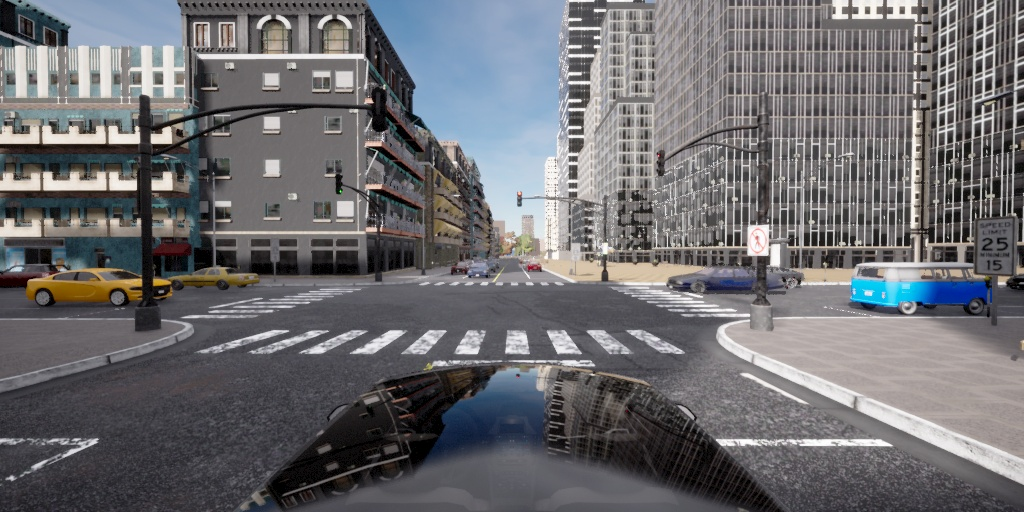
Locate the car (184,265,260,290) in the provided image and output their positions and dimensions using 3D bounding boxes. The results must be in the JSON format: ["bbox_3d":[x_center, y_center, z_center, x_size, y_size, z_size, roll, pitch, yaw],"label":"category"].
[{"bbox_3d":[-17.829,1.247,21.371,4.829,1.417,1.751,0,0,0],"label":"car"}]

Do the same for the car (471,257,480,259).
[{"bbox_3d":[-5.572,1.184,45.069,1.967,1.591,4.097,0,0,0],"label":"car"}]

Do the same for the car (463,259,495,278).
[{"bbox_3d":[-3.011,1.292,33.970,2.033,1.411,5.357,0,0,0],"label":"car"}]

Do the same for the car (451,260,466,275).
[{"bbox_3d":[-5.587,1.290,39.420,1.888,1.381,4.507,0,0,0],"label":"car"}]

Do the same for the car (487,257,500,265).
[{"bbox_3d":[-2.936,1.238,55.680,2.128,1.511,4.902,0,0,0],"label":"car"}]

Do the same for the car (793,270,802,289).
[{"bbox_3d":[14.729,1.216,21.334,4.313,1.339,1.948,0,0,0],"label":"car"}]

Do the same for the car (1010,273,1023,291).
[{"bbox_3d":[29.057,1.167,18.712,4.892,1.490,1.837,0,1,0],"label":"car"}]

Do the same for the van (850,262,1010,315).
[{"bbox_3d":[14.719,1.117,12.954,3.998,1.789,1.690,0,0,0],"label":"van"}]

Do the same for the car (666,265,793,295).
[{"bbox_3d":[11.118,1.241,18.889,5.357,1.411,2.033,0,1,4],"label":"car"}]

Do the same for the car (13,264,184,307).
[{"bbox_3d":[-17.726,1.287,15.567,5.008,1.535,1.882,0,1,0],"label":"car"}]

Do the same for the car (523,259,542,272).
[{"bbox_3d":[2.776,1.290,45.103,1.888,1.381,4.507,0,0,0],"label":"car"}]

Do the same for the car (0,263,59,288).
[{"bbox_3d":[-28.727,1.190,21.384,4.097,1.591,1.967,0,0,0],"label":"car"}]

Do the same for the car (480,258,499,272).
[{"bbox_3d":[-2.981,1.309,44.003,1.994,1.385,4.181,0,0,0],"label":"car"}]
